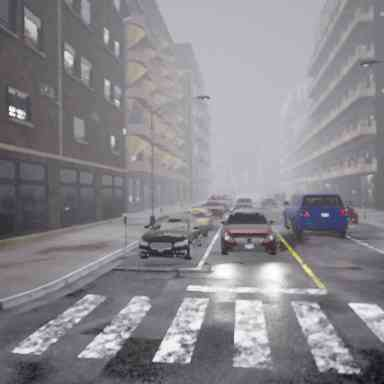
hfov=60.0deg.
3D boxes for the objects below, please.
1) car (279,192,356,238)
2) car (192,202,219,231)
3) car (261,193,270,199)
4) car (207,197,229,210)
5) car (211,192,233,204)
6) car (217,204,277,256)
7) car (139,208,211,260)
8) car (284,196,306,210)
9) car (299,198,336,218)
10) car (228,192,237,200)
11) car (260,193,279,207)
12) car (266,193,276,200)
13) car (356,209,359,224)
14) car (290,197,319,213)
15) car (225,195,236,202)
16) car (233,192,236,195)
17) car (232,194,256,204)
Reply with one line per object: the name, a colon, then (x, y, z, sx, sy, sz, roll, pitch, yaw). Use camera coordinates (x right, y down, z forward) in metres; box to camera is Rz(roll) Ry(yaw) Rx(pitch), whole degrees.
car: (5.940, 1.040, 16.522, 2.150, 2.045, 5.566, -1, 0, 8)
car: (0.206, 1.446, 17.443, 1.752, 1.417, 4.829, 0, 0, 9)
car: (19.388, 1.001, 87.879, 1.947, 1.339, 4.313, 0, 0, 9)
car: (1.905, 1.410, 28.621, 1.887, 1.381, 4.507, 0, 0, 9)
car: (2.741, 1.153, 34.125, 2.192, 1.841, 5.009, 0, 0, 9)
car: (2.100, 1.423, 12.756, 1.812, 1.442, 4.674, -1, 0, 7)
car: (-0.605, 1.498, 12.106, 2.008, 1.369, 4.403, 0, 0, 9)
car: (11.883, 1.189, 38.505, 1.752, 1.417, 4.829, 0, 0, 9)
car: (10.184, 1.268, 27.328, 2.008, 1.369, 4.403, 0, 0, 9)
car: (10.272, 0.922, 83.665, 2.192, 1.841, 5.009, 0, 0, 9)
car: (9.946, 1.214, 43.257, 1.812, 1.442, 4.674, -1, 0, 9)
car: (17.607, 0.947, 74.179, 1.801, 1.575, 5.366, -1, 0, 9)
car: (9.347, 1.185, 21.823, 1.967, 1.590, 4.097, 0, 0, 9)
car: (11.021, 1.241, 32.832, 2.008, 1.369, 4.403, 0, 0, 9)
car: (7.763, 1.248, 67.153, 1.947, 1.339, 4.313, 0, 0, 9)
car: (5.251, 1.074, 50.638, 2.192, 1.841, 5.009, 0, 0, 9)
car: (5.161, 1.301, 32.813, 1.837, 1.490, 4.892, -1, 0, 9)
